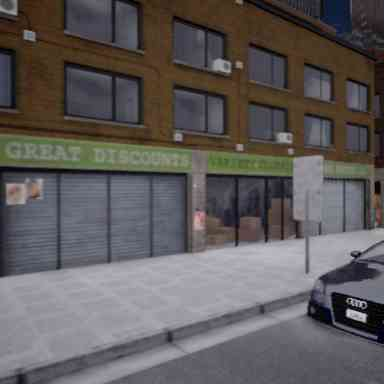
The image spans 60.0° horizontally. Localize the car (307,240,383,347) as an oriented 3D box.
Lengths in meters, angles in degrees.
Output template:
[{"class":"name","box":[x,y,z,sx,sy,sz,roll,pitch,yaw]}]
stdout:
[{"class":"car","box":[3.934,1.556,5.846,4.181,1.385,1.994,0,0,-36]}]
